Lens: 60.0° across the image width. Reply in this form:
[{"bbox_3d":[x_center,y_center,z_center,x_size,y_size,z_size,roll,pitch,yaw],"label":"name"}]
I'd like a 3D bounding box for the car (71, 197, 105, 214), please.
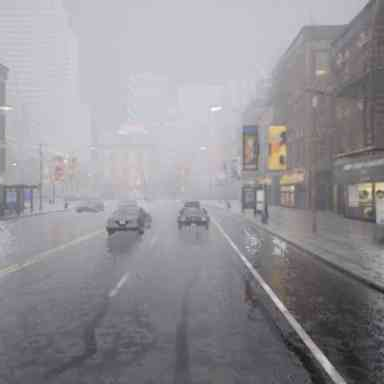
[{"bbox_3d":[-10.624,1.523,35.248,2.033,1.411,5.357,0,0,0],"label":"car"}]

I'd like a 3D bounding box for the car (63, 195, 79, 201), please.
[{"bbox_3d":[-29.296,1.463,81.576,4.674,1.452,2.002,0,0,20],"label":"car"}]

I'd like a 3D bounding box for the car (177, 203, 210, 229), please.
[{"bbox_3d":[0.089,1.586,21.359,1.895,1.301,4.718,0,0,0],"label":"car"}]

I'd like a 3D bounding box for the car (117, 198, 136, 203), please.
[{"bbox_3d":[-7.324,1.479,37.792,1.837,1.490,4.892,0,0,-3],"label":"car"}]

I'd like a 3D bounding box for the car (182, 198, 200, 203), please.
[{"bbox_3d":[-0.130,1.478,39.186,1.837,1.490,4.892,0,0,-3],"label":"car"}]

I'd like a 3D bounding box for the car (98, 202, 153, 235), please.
[{"bbox_3d":[-3.409,1.534,18.795,2.033,1.411,5.357,0,0,0],"label":"car"}]
